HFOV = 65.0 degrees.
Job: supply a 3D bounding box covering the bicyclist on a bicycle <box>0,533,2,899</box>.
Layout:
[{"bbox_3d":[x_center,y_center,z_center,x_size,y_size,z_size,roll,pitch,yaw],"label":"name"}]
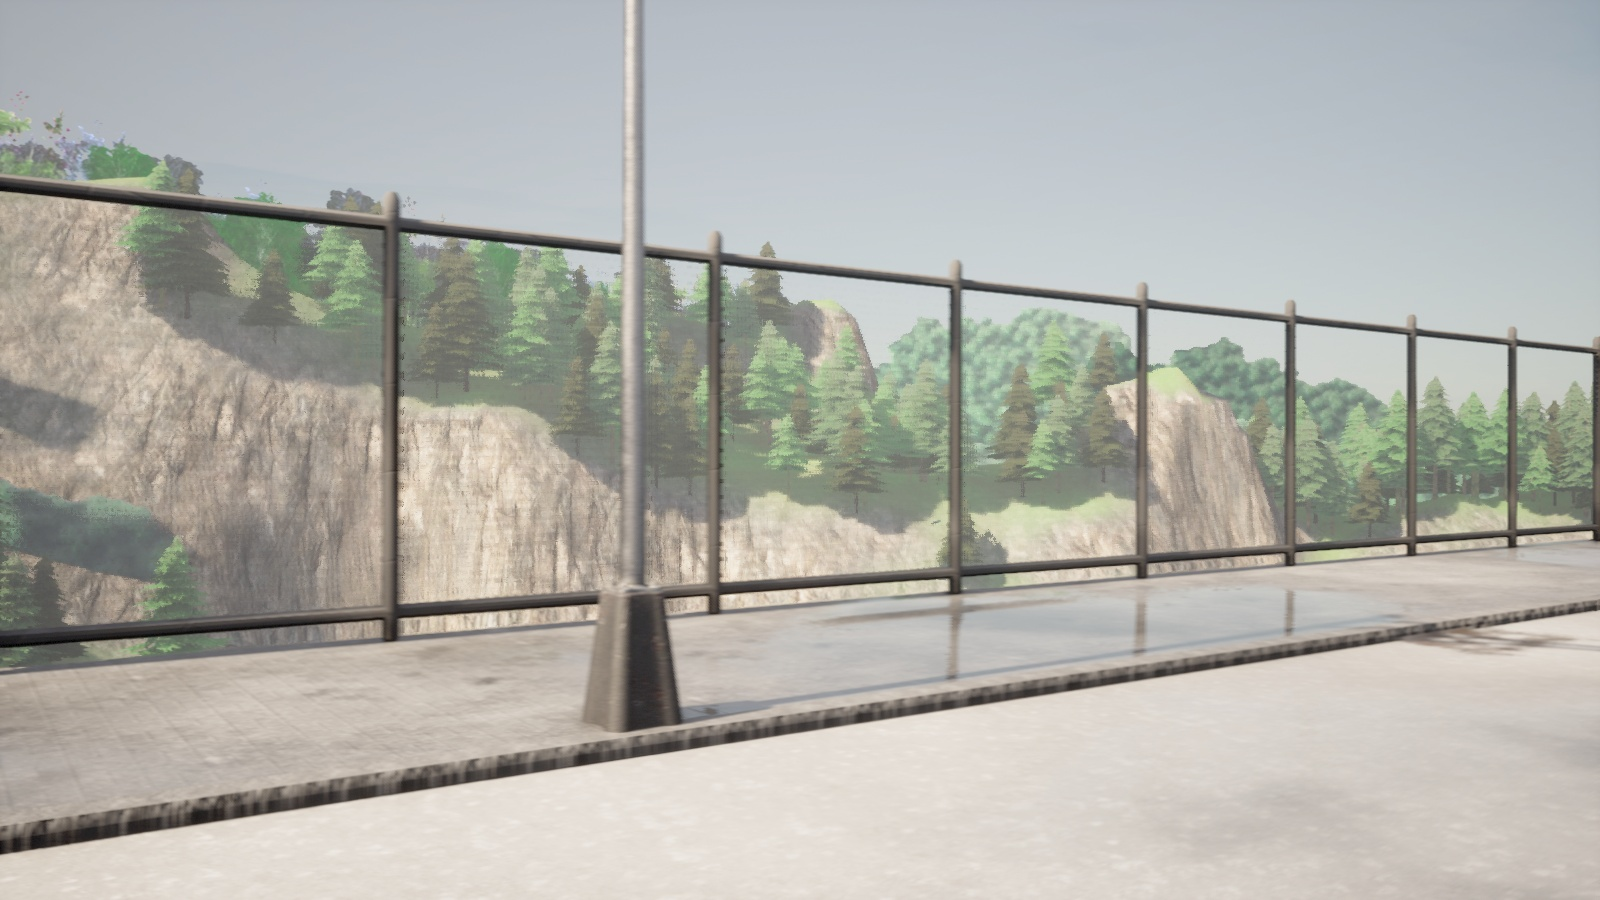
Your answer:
[{"bbox_3d":[-2.571,0.709,2.479,1.656,1.620,0.582,0,0,-35],"label":"bicyclist on a bicycle"}]
